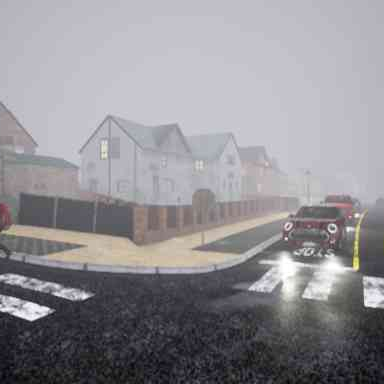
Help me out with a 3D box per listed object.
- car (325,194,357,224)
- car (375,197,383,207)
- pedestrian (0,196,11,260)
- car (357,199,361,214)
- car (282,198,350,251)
[{"bbox_3d":[10.931,1.194,24.920,2.150,2.045,5.566,0,1,27],"label":"car"},{"bbox_3d":[29.546,1.582,51.484,1.882,1.535,5.008,0,0,32],"label":"car"},{"bbox_3d":[-5.097,0.880,8.686,0.375,1.860,0.375,0,-3,24],"label":"pedestrian"},{"bbox_3d":[17.313,1.377,36.515,2.097,1.767,4.553,0,0,30],"label":"car"},{"bbox_3d":[5.305,1.321,14.103,2.097,1.767,4.553,0,0,28],"label":"car"}]
